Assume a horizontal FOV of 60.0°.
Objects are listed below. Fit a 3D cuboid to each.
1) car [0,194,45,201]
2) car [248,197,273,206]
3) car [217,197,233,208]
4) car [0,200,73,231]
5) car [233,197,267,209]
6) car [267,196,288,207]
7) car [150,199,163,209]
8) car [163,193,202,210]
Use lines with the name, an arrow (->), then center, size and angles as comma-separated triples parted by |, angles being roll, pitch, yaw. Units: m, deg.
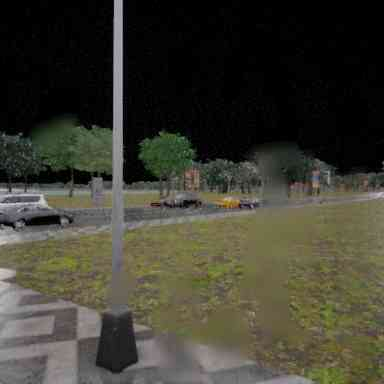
car -> -14.112, 1.207, 25.979 | 2.150, 2.045, 5.566 | 0, 0, 36
car -> 11.575, 1.550, 55.894 | 2.033, 1.411, 5.357 | 0, 0, 36
car -> 5.512, 1.481, 47.395 | 1.882, 1.535, 5.008 | 0, 0, 36
car -> -9.778, 1.511, 20.708 | 2.128, 1.511, 4.902 | 0, 0, 36
car -> 7.988, 1.524, 45.274 | 1.837, 1.490, 4.892 | 0, 0, 36
car -> 13.709, 1.371, 53.295 | 2.097, 1.767, 4.553 | 0, 0, 36
car -> -3.688, 1.571, 45.978 | 1.895, 1.301, 4.718 | 0, 0, 36
car -> -0.868, 1.207, 44.330 | 2.150, 2.045, 5.566 | 0, 0, 36
